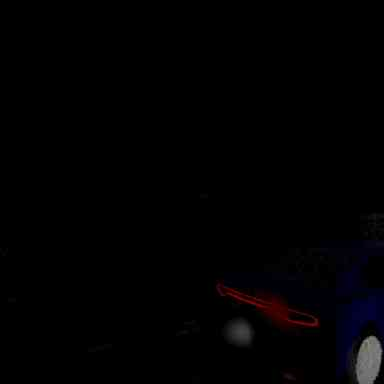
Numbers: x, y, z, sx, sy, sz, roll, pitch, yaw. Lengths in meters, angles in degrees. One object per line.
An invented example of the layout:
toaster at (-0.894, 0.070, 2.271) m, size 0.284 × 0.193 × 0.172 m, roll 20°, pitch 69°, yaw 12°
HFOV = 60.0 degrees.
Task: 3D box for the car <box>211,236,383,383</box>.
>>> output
car at (2.596, 1.460, 5.292) m, size 5.008 × 1.535 × 1.882 m, roll 0°, pitch 0°, yaw -35°
